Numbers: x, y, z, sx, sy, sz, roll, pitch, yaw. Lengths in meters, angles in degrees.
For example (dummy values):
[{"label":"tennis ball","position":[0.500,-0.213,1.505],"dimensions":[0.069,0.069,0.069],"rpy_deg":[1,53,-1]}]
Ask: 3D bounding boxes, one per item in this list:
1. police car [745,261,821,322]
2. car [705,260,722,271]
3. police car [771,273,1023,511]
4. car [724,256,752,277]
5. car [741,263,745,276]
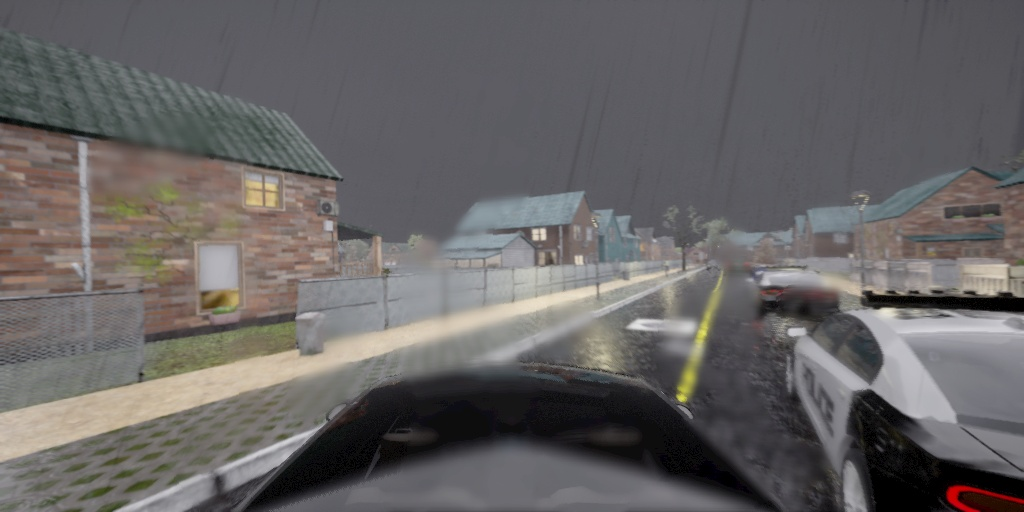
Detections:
[{"label":"police car","position":[8.953,1.125,11.689],"dimensions":[1.930,1.638,5.238],"rpy_deg":[-2,-1,31]},{"label":"car","position":[30.150,1.413,53.666],"dimensions":[1.837,1.490,4.892],"rpy_deg":[-2,-1,31]},{"label":"police car","position":[3.779,1.117,3.128],"dimensions":[1.930,1.638,5.238],"rpy_deg":[-2,-1,31]},{"label":"car","position":[22.442,0.995,35.558],"dimensions":[2.150,2.045,5.566],"rpy_deg":[-2,-1,32]},{"label":"car","position":[12.002,1.233,16.729],"dimensions":[1.812,1.442,4.674],"rpy_deg":[-2,-1,31]}]
